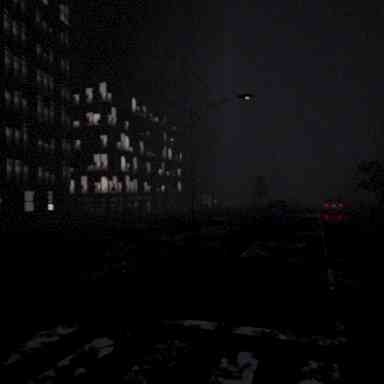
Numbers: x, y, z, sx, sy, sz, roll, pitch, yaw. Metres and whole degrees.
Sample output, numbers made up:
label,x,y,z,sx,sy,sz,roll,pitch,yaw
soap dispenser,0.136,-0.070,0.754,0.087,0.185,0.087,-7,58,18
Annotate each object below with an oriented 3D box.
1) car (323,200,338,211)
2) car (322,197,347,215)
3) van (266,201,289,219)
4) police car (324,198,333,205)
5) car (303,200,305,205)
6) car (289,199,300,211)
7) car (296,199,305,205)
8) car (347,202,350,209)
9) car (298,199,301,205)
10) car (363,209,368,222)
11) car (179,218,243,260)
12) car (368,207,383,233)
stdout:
label,x,y,z,sx,sy,sz,roll,pitch,yaw
car,21.176,2.066,51.081,1.882,1.535,5.008,-1,-1,21
car,17.498,1.685,41.242,2.150,2.045,5.566,-1,-1,21
van,8.747,1.783,34.379,1.690,1.788,3.998,-2,-1,20
police car,33.862,2.424,82.757,1.930,1.638,5.238,-1,-1,20
car,24.492,2.529,76.528,1.887,1.381,4.507,-2,-1,20
car,14.654,2.190,50.182,2.008,1.369,4.403,-2,-1,20
car,28.427,2.677,87.068,2.008,1.369,4.403,-2,-1,20
car,26.441,2.230,57.791,1.802,1.307,4.206,-2,-1,20
car,16.562,2.230,55.293,1.752,1.417,4.829,-2,-1,20
car,14.636,1.817,26.175,1.947,1.339,4.313,-2,-1,20
car,0.882,1.743,13.295,2.008,1.369,4.403,-2,-1,20
car,12.668,1.754,20.905,1.947,1.339,4.313,-2,-1,20
